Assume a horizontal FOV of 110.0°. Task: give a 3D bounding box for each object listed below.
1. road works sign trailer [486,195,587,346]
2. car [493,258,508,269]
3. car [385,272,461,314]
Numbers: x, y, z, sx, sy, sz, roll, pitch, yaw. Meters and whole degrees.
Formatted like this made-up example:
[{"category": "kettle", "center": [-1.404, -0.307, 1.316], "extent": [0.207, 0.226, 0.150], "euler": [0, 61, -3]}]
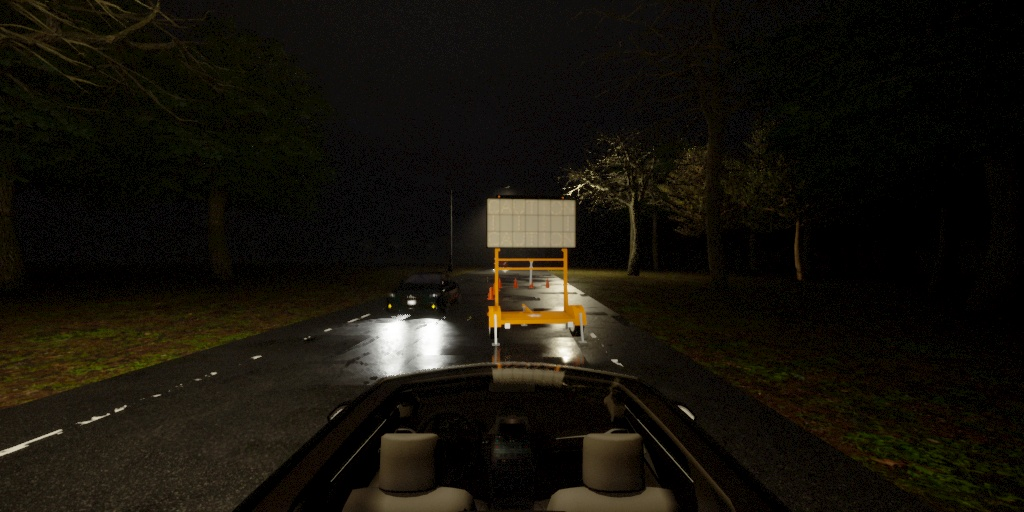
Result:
[{"category": "road works sign trailer", "center": [0.490, 0.212, 9.520], "extent": [2.380, 3.560, 2.880], "euler": [0, 0, -6]}, {"category": "car", "center": [-1.780, 1.153, 56.367], "extent": [2.097, 1.767, 4.553], "euler": [0, 0, 2]}, {"category": "car", "center": [-3.176, 1.311, 13.550], "extent": [1.994, 1.385, 4.181], "euler": [0, 0, 2]}]
